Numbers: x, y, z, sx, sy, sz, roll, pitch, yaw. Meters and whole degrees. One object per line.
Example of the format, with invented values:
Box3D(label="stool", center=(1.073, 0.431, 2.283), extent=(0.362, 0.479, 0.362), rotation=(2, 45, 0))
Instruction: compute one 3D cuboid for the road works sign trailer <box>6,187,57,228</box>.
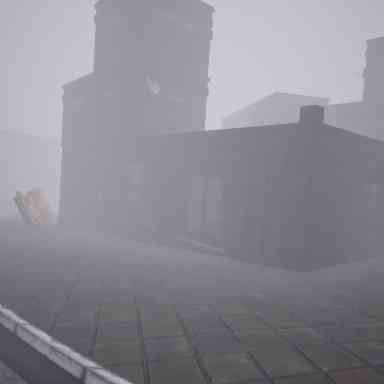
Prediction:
Box3D(label="road works sign trailer", center=(-10.517, 1.181, 21.014), extent=(2.880, 2.380, 3.560), rotation=(-26, 7, -18))
